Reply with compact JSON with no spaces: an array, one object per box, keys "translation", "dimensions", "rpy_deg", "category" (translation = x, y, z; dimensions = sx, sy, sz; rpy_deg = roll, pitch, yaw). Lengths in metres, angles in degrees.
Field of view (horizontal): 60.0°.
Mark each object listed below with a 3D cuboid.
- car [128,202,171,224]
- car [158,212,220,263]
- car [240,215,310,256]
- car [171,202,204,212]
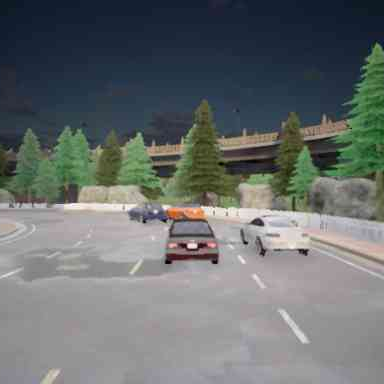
[{"translation":[-3.928,1.675,28.464],"dimensions":[2.097,1.767,4.553],"rpy_deg":[0,-1,-29],"category":"car"},{"translation":[-0.068,1.691,12.504],"dimensions":[2.033,1.411,5.357],"rpy_deg":[0,-1,-2],"category":"car"},{"translation":[3.318,1.684,13.866],"dimensions":[1.812,1.442,4.674],"rpy_deg":[0,0,-4],"category":"car"},{"translation":[-0.761,1.692,29.949],"dimensions":[2.097,1.767,4.553],"rpy_deg":[0,-1,-29],"category":"car"}]
